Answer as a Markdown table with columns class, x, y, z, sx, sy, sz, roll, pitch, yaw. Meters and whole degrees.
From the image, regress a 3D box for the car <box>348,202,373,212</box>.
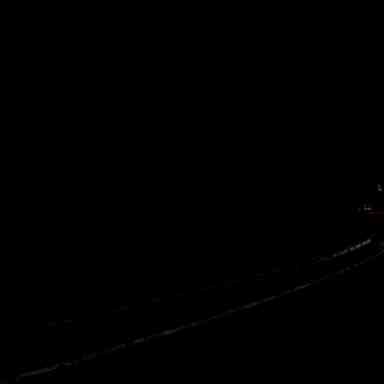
| class | x | y | z | sx | sy | sz | roll | pitch | yaw |
| --- | --- | --- | --- | --- | --- | --- | --- | --- | --- |
| car | 26.390 | 2.351 | 52.223 | 1.837 | 1.490 | 4.892 | -4 | -3 | -2 |
